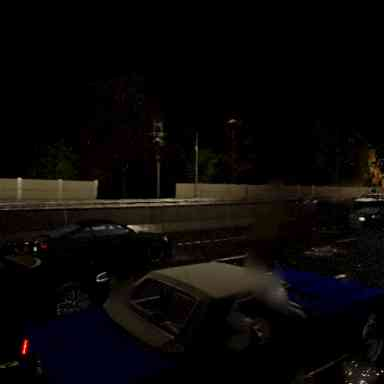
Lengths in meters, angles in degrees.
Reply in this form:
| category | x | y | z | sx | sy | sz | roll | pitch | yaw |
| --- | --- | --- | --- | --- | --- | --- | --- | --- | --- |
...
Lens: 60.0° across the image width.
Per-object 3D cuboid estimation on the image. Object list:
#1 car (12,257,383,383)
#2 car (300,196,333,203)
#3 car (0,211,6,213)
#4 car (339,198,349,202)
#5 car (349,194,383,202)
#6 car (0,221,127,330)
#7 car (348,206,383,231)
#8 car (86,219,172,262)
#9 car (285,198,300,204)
| category | x | y | z | sx | sy | sz | roll | pitch | yaw |
| --- | --- | --- | --- | --- | --- | --- | --- | --- | --- |
| car | 0.573 | 1.598 | 4.153 | 4.718 | 1.301 | 1.895 | 0 | 0 | -36 |
| car | 17.885 | 1.344 | 46.796 | 4.553 | 1.767 | 2.097 | 0 | 0 | -35 |
| car | -13.435 | 1.559 | 20.204 | 4.181 | 1.385 | 1.994 | 0 | 0 | -35 |
| car | 21.824 | 1.473 | 45.302 | 5.008 | 1.535 | 1.882 | 0 | 0 | -35 |
| car | 22.426 | 1.218 | 41.436 | 5.566 | 2.045 | 2.150 | 0 | 0 | -35 |
| car | -3.810 | 1.476 | 5.328 | 5.008 | 1.535 | 1.882 | 0 | 0 | -36 |
| car | 11.548 | 1.550 | 20.576 | 4.181 | 1.385 | 1.994 | 0 | 0 | -36 |
| car | -2.716 | 1.559 | 10.408 | 4.181 | 1.385 | 1.994 | 0 | 0 | -35 |
| car | 15.826 | 1.555 | 49.622 | 4.181 | 1.385 | 1.994 | 0 | 0 | -35 |
